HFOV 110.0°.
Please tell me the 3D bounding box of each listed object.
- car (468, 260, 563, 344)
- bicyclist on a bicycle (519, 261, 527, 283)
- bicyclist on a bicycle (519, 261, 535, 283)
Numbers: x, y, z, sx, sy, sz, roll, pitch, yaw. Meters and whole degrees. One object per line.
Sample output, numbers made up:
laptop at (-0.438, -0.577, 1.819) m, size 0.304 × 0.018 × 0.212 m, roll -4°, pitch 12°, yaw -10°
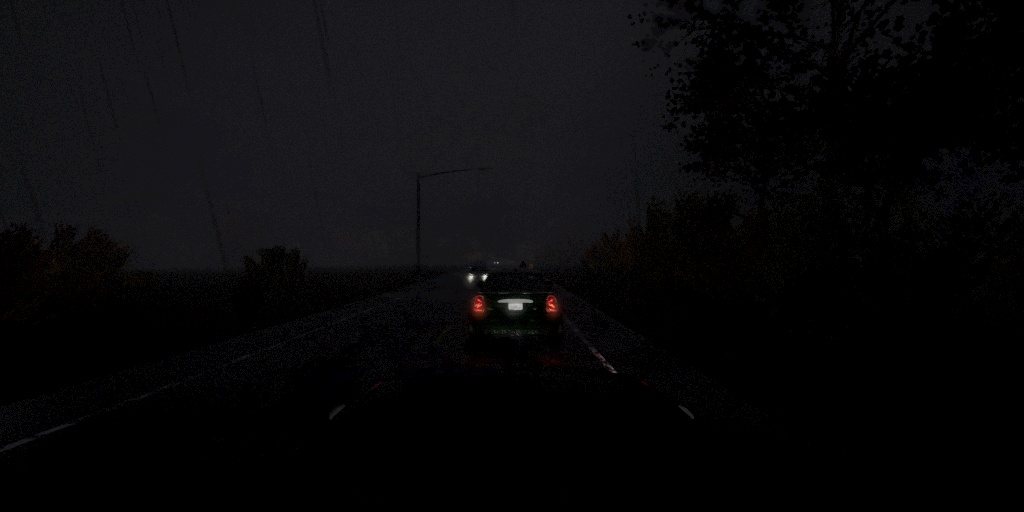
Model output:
car at (0.073, 1.099, 9.775) m, size 2.097 × 1.767 × 4.553 m, roll 0°, pitch 0°, yaw 0°
bicyclist on a bicycle at (0.843, 1.193, 27.235) m, size 0.582 × 1.620 × 1.656 m, roll 0°, pitch 0°, yaw 0°
bicyclist on a bicycle at (0.905, 1.180, 17.119) m, size 0.866 × 1.612 × 1.509 m, roll 0°, pitch 0°, yaw 0°
